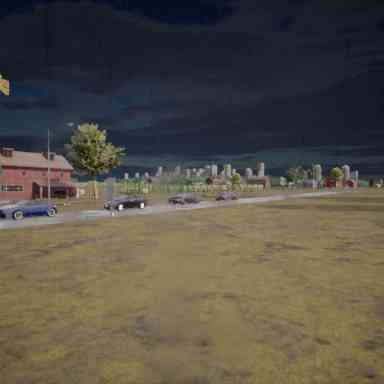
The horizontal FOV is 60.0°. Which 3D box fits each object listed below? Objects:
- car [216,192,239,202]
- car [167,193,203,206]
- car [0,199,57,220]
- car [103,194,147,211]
[{"bbox_3d":[5.264,0.653,49.311,1.994,1.385,4.181,1,2,36],"label":"car"},{"bbox_3d":[-0.789,0.850,41.008,2.033,1.411,5.357,1,2,36],"label":"car"},{"bbox_3d":[-12.369,1.267,25.014,1.994,1.385,4.181,1,2,34],"label":"car"},{"bbox_3d":[-6.566,1.009,33.027,1.837,1.490,4.892,1,2,36],"label":"car"}]
